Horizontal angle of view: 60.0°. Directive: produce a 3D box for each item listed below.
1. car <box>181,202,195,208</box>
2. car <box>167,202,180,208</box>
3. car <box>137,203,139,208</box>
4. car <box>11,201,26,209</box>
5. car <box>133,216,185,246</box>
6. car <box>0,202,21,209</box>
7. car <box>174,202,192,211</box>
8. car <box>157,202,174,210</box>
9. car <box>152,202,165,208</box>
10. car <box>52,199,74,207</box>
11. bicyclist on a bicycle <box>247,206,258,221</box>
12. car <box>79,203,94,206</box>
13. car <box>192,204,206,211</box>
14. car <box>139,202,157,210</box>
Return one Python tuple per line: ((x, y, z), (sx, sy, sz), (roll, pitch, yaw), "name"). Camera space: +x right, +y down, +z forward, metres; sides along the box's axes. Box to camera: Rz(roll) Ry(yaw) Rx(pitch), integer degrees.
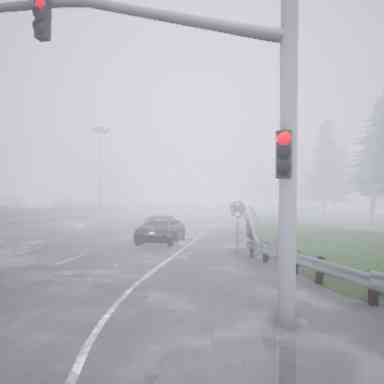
((-1.052, 3.168, 78.963), (1.895, 1.301, 4.718), (1, -1, -20), "car")
((-4.398, 3.022, 77.950), (1.812, 1.442, 4.674), (1, -1, -20), "car")
((-11.112, 2.888, 75.976), (2.033, 1.411, 5.357), (1, -1, -20), "car")
((-28.748, 2.220, 53.855), (1.882, 1.535, 5.008), (1, -2, 0), "car")
((-1.587, 1.931, 17.420), (1.994, 1.385, 4.181), (1, -1, 8), "car")
((-20.354, 2.011, 34.532), (1.994, 1.385, 4.181), (1, -1, 9), "car")
((-2.008, 2.975, 67.833), (2.128, 1.511, 4.902), (1, -1, -12), "car")
((-5.378, 2.882, 66.801), (1.882, 1.535, 5.008), (1, -1, -12), "car")
((-7.766, 3.018, 76.990), (1.895, 1.301, 4.718), (1, -1, -20), "car")
((-21.764, 2.133, 56.313), (2.150, 2.045, 5.566), (1, -2, -2), "car")
((6.802, 2.452, 38.271), (1.656, 1.620, 0.582), (4, -1, 9), "bicyclist on a bicycle")
((-18.418, 2.547, 57.957), (2.033, 1.411, 5.357), (1, -1, -3), "car")
((1.353, 3.157, 68.892), (1.895, 1.301, 4.718), (1, -1, -12), "car")
((-8.707, 2.872, 65.599), (2.033, 1.411, 5.357), (1, -1, -12), "car")
